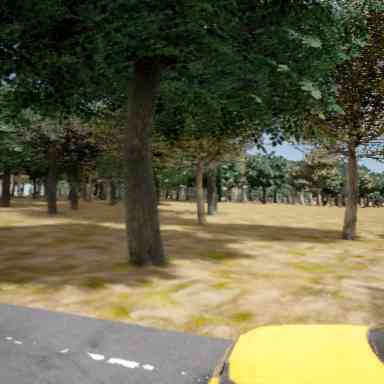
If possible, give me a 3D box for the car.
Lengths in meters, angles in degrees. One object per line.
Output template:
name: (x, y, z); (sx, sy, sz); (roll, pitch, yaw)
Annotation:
car: (2.834, 1.734, 2.890); (5.366, 1.575, 1.801); (1, -3, 18)
